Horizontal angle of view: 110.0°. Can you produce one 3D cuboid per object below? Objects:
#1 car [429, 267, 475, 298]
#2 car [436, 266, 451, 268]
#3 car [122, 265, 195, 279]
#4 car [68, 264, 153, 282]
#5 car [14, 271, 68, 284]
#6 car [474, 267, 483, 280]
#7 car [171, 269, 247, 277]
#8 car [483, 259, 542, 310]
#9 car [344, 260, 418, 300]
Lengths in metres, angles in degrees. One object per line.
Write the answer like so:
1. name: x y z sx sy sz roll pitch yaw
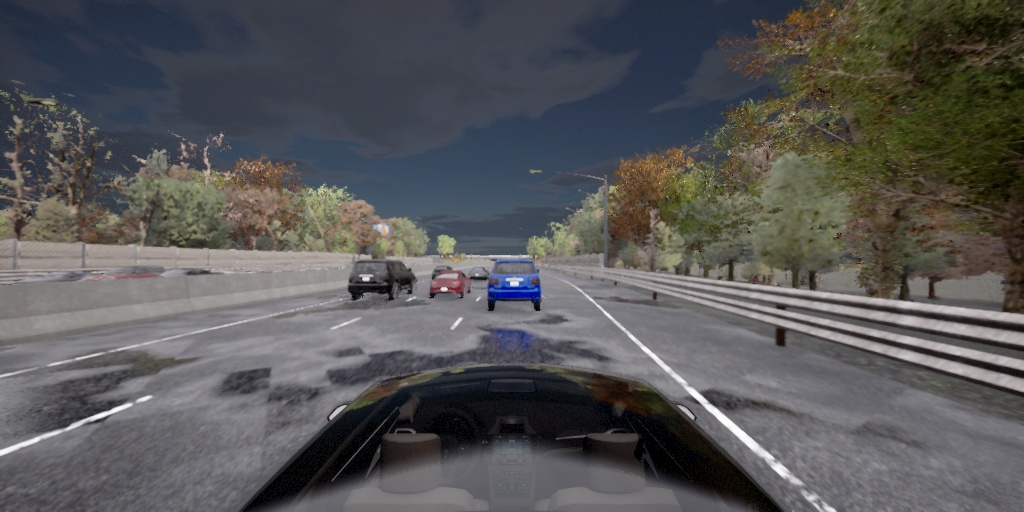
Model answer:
1. car: -3.405 1.541 20.309 1.812 1.442 4.674 0 -1 0
2. car: -6.909 1.763 36.624 1.837 1.490 4.892 0 -1 0
3. car: -21.105 1.532 22.934 1.882 1.535 5.008 0 -1 0
4. car: -24.604 1.408 23.104 2.097 1.767 4.553 0 -1 0
5. car: -27.652 1.607 22.199 1.994 1.385 4.181 0 -1 -2
6. car: -3.409 1.828 37.008 1.994 1.385 4.181 0 -1 0
7. car: -17.605 1.642 22.026 1.895 1.301 4.718 0 -1 0
8. car: 0.094 1.176 16.110 2.150 2.045 5.566 0 -1 0
9. car: -6.904 1.227 19.628 2.150 2.045 5.566 0 -1 0
